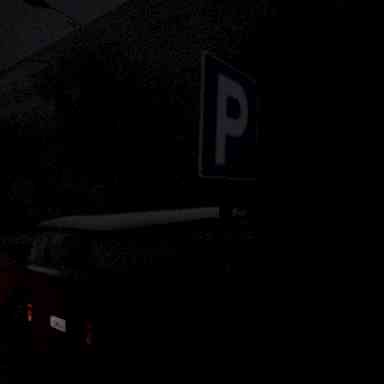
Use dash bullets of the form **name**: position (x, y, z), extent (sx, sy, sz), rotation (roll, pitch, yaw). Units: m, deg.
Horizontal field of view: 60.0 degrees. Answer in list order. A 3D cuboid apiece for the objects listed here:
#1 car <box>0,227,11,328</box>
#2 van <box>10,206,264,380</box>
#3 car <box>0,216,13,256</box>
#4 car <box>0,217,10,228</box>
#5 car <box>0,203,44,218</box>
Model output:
- **car**: position (-2.619, 1.560, 7.198), extent (2.163, 1.488, 4.792), rotation (-1, -1, 36)
- **van**: position (-0.305, 1.271, 5.649), extent (1.878, 1.987, 4.442), rotation (-1, -1, 36)
- **car**: position (-9.449, 1.765, 12.014), extent (2.163, 1.488, 4.792), rotation (-2, -1, 36)
- **car**: position (-4.939, 1.588, 8.822), extent (2.097, 1.535, 5.008), rotation (-2, -1, 35)
- **car**: position (-7.184, 1.407, 10.394), extent (2.435, 2.045, 5.566), rotation (-2, -1, 36)
